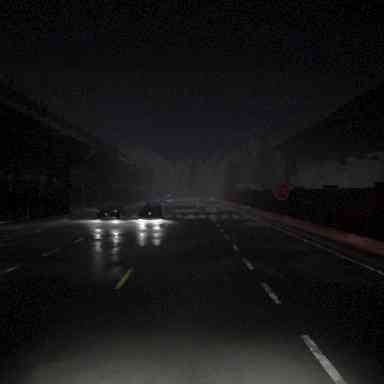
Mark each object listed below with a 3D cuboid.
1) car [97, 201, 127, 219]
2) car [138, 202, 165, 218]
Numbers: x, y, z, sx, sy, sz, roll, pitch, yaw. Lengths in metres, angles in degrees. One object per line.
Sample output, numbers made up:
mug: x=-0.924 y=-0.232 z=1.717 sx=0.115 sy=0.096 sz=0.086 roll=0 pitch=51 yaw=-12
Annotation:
car: x=-6.999 y=1.558 z=29.545 sx=1.812 sy=1.442 sz=4.674 roll=0 pitch=0 yaw=0
car: x=-3.499 y=1.598 z=29.540 sx=1.994 sy=1.385 sz=4.181 roll=0 pitch=0 yaw=0
